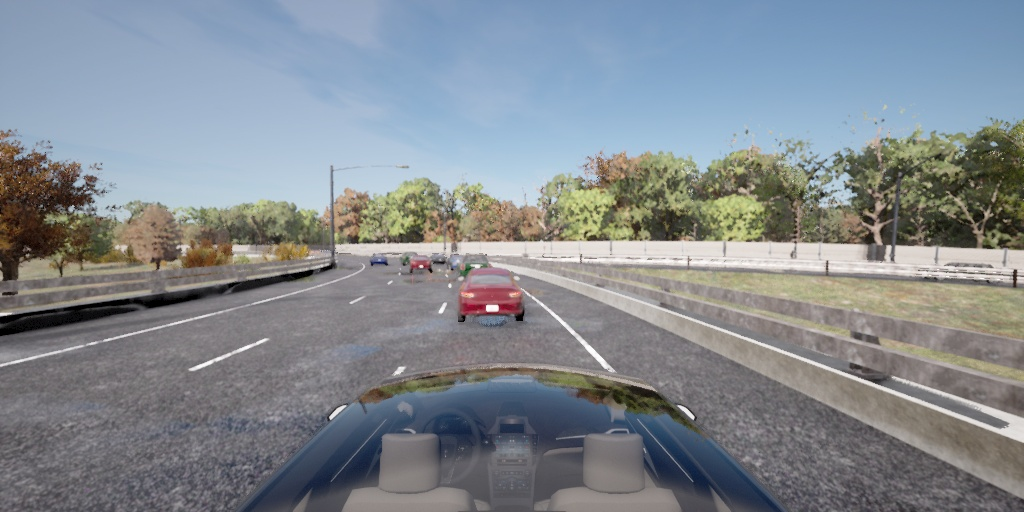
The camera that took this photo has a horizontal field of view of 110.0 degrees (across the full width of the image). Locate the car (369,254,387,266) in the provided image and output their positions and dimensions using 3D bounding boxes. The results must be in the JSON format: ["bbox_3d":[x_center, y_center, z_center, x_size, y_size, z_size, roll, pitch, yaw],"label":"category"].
[{"bbox_3d":[-16.649,0.425,44.559,1.994,1.385,4.181,-1,1,-24],"label":"car"}]

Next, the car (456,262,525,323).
[{"bbox_3d":[-0.699,1.078,11.157,1.812,1.442,4.674,0,1,-5],"label":"car"}]

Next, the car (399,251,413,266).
[{"bbox_3d":[-12.753,0.209,44.419,2.097,1.767,4.553,-1,2,-22],"label":"car"}]

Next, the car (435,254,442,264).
[{"bbox_3d":[-9.593,0.394,45.922,1.994,1.385,4.181,-1,1,-23],"label":"car"}]

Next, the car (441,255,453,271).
[{"bbox_3d":[-5.222,0.616,34.368,2.033,1.411,5.357,0,1,-17],"label":"car"}]

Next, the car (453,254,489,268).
[{"bbox_3d":[-2.493,0.654,23.161,2.097,1.767,4.553,0,1,-11],"label":"car"}]

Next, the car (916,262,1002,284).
[{"bbox_3d":[38.057,1.300,30.642,4.553,1.767,2.097,4,3,26],"label":"car"}]

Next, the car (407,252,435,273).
[{"bbox_3d":[-8.147,0.648,31.845,1.812,1.442,4.674,0,1,-16],"label":"car"}]
